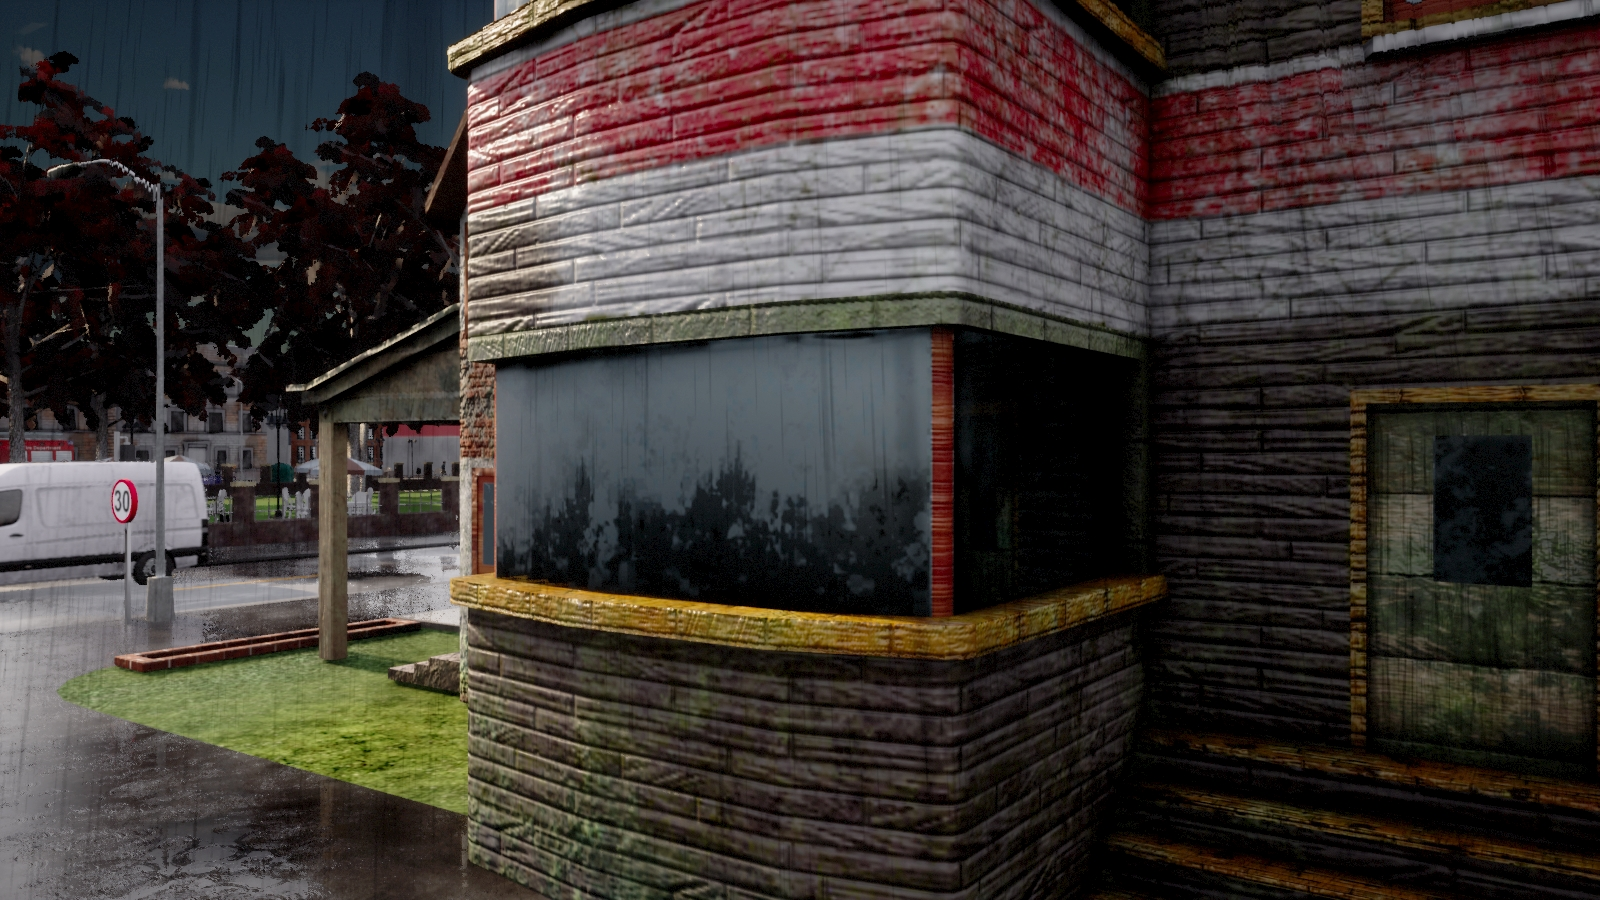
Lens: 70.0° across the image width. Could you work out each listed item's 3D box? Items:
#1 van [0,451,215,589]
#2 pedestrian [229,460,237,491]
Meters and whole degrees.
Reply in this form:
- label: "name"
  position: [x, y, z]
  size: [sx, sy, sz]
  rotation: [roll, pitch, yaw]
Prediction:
- label: "van"
  position: [-15.098, 1.314, 22.715]
  size: [1.988, 2.561, 5.915]
  rotation: [0, 0, 35]
- label: "pedestrian"
  position: [-33.718, 1.524, 67.927]
  size: [0.375, 1.860, 0.375]
  rotation: [0, 0, -41]
